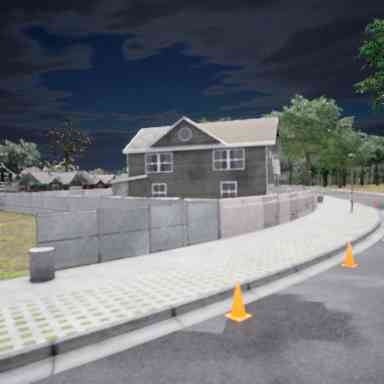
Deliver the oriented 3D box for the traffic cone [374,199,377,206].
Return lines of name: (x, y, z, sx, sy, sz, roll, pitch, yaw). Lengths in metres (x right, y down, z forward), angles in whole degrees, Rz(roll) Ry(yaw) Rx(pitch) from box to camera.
traffic cone: (16.171, 0.938, 29.332, 0.340, 0.580, 0.340, -1, 1, 17)

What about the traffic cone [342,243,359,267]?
traffic cone: (4.252, 1.683, 8.967, 0.340, 0.580, 0.340, 0, 2, 44)

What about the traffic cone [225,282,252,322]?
traffic cone: (0.792, 1.837, 5.695, 0.340, 0.580, 0.340, -2, 1, -41)

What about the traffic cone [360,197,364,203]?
traffic cone: (17.384, 0.805, 34.031, 0.340, 0.580, 0.340, -1, 1, 14)
